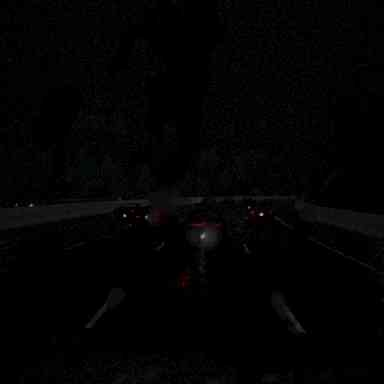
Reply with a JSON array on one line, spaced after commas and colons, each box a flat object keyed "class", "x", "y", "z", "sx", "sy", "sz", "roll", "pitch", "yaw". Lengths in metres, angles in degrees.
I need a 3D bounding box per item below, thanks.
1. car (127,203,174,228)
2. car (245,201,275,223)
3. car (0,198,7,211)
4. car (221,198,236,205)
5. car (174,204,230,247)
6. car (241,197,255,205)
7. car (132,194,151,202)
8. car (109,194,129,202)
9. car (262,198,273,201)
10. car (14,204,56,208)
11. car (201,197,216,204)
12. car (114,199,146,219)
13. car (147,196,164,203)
[{"class": "car", "x": -2.353, "y": 1.554, "z": 22.368, "sx": 2.033, "sy": 1.411, "sz": 5.357, "roll": 1, "pitch": 0, "yaw": 7}, {"class": "car", "x": 5.529, "y": 1.658, "z": 26.931, "sx": 1.994, "sy": 1.385, "sz": 4.181, "roll": 0, "pitch": 0, "yaw": 9}, {"class": "car", "x": -21.705, "y": 1.349, "z": 34.609, "sx": 1.812, "sy": 1.442, "sz": 4.674, "roll": 1, "pitch": 0, "yaw": 10}, {"class": "car", "x": 6.817, "y": 1.719, "z": 61.783, "sx": 1.994, "sy": 1.385, "sz": 4.181, "roll": 0, "pitch": 0, "yaw": 19}, {"class": "car", "x": 0.675, "y": 1.519, "z": 15.310, "sx": 2.128, "sy": 1.511, "sz": 4.902, "roll": 0, "pitch": 0, "yaw": 5}, {"class": "car", "x": 10.403, "y": 1.683, "z": 61.506, "sx": 2.128, "sy": 1.511, "sz": 4.902, "roll": 0, "pitch": 0, "yaw": 20}, {"class": "car", "x": -11.227, "y": 1.328, "z": 74.011, "sx": 2.097, "sy": 1.767, "sz": 4.553, "roll": 1, "pitch": 0, "yaw": 21}, {"class": "car", "x": -15.703, "y": 1.260, "z": 71.903, "sx": 2.097, "sy": 1.767, "sz": 4.553, "roll": 1, "pitch": 0, "yaw": 19}, {"class": "car", "x": 13.953, "y": 1.792, "z": 61.018, "sx": 1.994, "sy": 1.385, "sz": 4.181, "roll": 0, "pitch": 0, "yaw": 20}, {"class": "car", "x": -15.015, "y": 1.241, "z": 32.232, "sx": 2.097, "sy": 1.767, "sz": 4.553, "roll": 1, "pitch": 0, "yaw": 9}, {"class": "car", "x": 3.119, "y": 1.643, "z": 61.847, "sx": 1.812, "sy": 1.442, "sz": 4.674, "roll": 0, "pitch": 0, "yaw": 19}, {"class": "car", "x": -5.016, "y": 1.588, "z": 28.756, "sx": 1.895, "sy": 1.301, "sz": 4.718, "roll": 1, "pitch": 0, "yaw": 9}, {"class": "car", "x": -7.976, "y": 1.535, "z": 72.716, "sx": 1.812, "sy": 1.442, "sz": 4.674, "roll": 1, "pitch": 0, "yaw": 21}]
